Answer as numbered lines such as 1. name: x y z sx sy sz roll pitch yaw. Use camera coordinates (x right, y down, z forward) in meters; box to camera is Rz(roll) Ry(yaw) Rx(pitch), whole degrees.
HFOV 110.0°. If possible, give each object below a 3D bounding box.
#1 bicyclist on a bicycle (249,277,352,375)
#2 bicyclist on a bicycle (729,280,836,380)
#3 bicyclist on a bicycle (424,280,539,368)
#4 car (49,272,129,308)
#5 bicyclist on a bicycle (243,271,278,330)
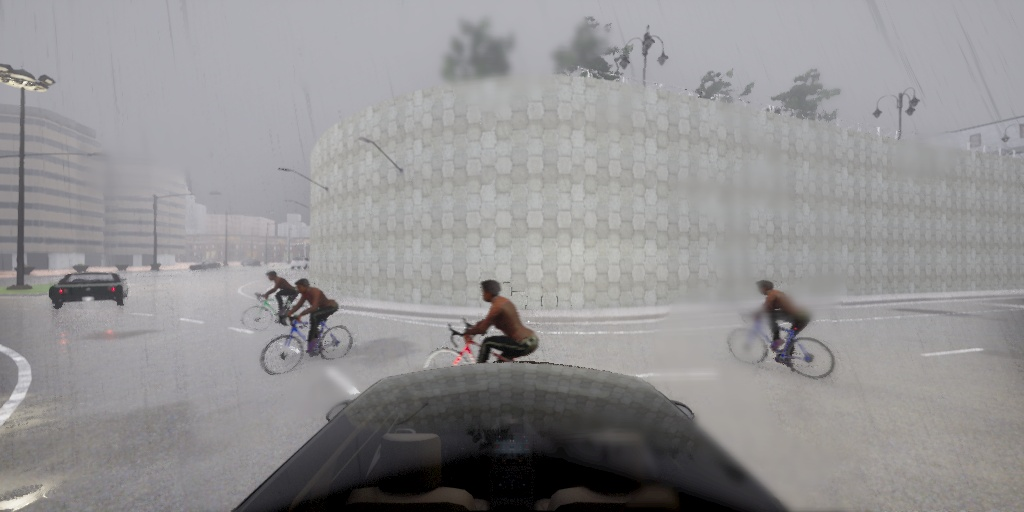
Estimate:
1. bicyclist on a bicycle: -3.653 1.223 6.529 0.582 1.620 1.656 0 0 31
2. bicyclist on a bicycle: 4.719 1.269 6.397 0.582 1.620 1.656 1 -1 -31
3. bicyclist on a bicycle: -0.236 1.107 4.102 1.656 1.620 0.582 14 8 18
4. car: -17.843 1.351 15.337 4.718 1.301 1.895 0 -1 45
5. bicyclist on a bicycle: -6.396 1.230 9.845 1.656 1.620 0.582 0 0 -27
